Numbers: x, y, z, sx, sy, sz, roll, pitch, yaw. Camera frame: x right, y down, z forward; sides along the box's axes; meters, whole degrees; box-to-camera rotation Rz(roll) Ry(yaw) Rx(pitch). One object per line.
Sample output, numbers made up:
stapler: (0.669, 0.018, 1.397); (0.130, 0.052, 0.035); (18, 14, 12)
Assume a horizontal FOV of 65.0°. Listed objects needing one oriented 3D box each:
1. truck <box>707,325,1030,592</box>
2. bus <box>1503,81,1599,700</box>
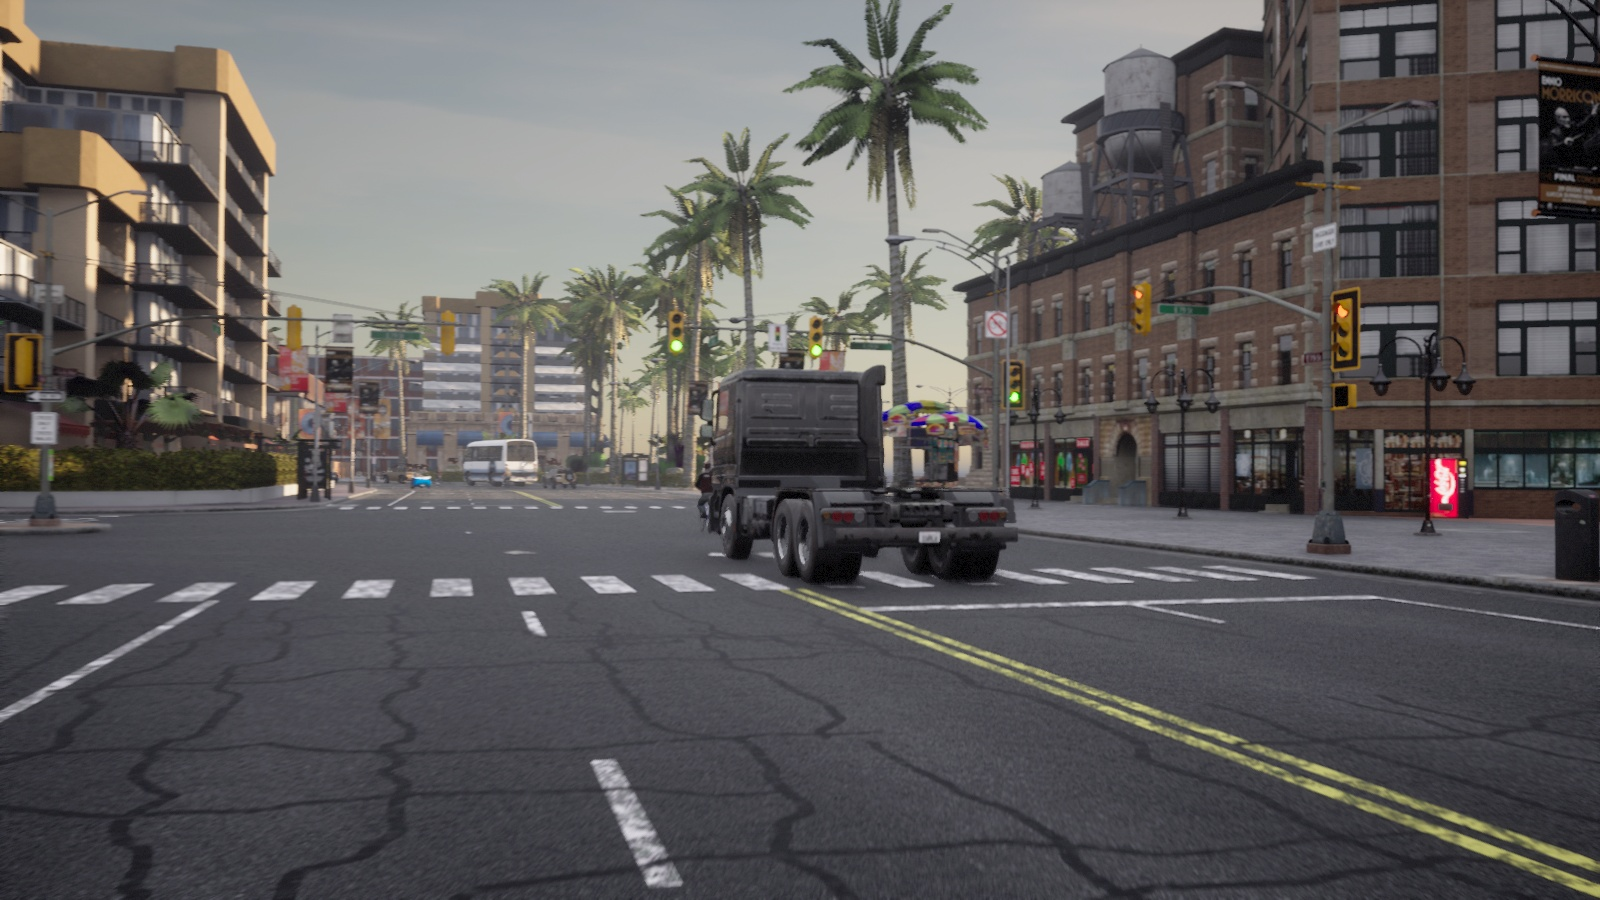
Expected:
truck: (0.678, 0.175, 20.525); (2.891, 3.462, 7.936); (0, -1, -15)
bus: (8.549, -0.499, 4.965); (3.944, 4.253, 10.273); (0, -1, -15)
